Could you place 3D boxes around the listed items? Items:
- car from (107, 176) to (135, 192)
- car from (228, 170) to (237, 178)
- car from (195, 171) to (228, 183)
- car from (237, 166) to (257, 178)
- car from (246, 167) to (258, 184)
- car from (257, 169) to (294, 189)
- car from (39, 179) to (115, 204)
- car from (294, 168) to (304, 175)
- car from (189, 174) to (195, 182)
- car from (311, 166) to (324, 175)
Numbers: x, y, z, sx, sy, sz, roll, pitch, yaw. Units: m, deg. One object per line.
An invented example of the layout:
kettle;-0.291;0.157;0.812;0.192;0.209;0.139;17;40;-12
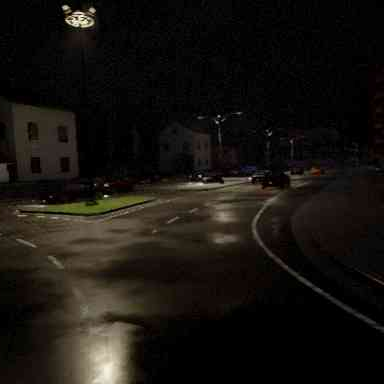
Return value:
car;-7.942;-0.788;33.929;2.097;1.767;4.553;0;5;31
car;7.999;-3.528;64.494;2.033;1.411;5.357;0;5;27
car;2.824;-2.066;46.792;2.128;1.511;4.902;0;5;27
car;10.845;-3.827;62.377;2.150;2.045;5.566;0;5;27
car;8.578;-1.835;40.053;2.128;1.511;4.902;0;5;27
car;7.764;-1.127;30.616;1.882;1.535;5.008;-1;5;26
car;-9.085;0.020;26.193;2.033;1.411;5.357;1;5;39
car;19.447;-3.801;61.409;1.994;1.385;4.181;0;5;27
car;1.317;-2.481;51.501;2.097;1.767;4.553;0;5;27
car;23.292;-4.064;61.468;1.882;1.535;5.008;0;5;27
